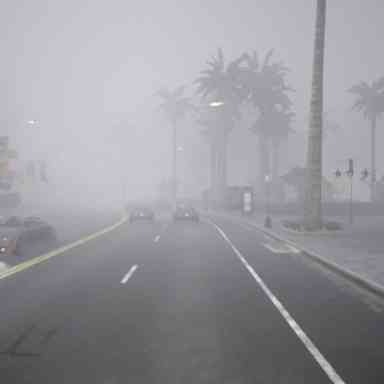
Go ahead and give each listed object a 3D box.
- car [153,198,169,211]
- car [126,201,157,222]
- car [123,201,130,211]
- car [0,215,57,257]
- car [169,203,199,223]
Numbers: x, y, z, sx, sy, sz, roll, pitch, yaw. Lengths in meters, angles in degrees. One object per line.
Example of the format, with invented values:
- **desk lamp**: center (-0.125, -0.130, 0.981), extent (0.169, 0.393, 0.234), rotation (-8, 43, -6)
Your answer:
- **car**: center (-4.296, 1.600, 43.928), extent (2.097, 1.767, 4.553), rotation (0, 0, -18)
- **car**: center (-4.136, 1.722, 27.820), extent (1.994, 1.385, 4.181), rotation (0, 0, -7)
- **car**: center (-7.896, 1.810, 43.713), extent (1.994, 1.385, 4.181), rotation (0, 0, -19)
- **car**: center (-7.028, 1.640, 13.172), extent (1.994, 1.385, 4.181), rotation (0, 0, 1)
- **car**: center (-0.604, 1.719, 27.318), extent (1.994, 1.385, 4.181), rotation (0, 0, -6)
